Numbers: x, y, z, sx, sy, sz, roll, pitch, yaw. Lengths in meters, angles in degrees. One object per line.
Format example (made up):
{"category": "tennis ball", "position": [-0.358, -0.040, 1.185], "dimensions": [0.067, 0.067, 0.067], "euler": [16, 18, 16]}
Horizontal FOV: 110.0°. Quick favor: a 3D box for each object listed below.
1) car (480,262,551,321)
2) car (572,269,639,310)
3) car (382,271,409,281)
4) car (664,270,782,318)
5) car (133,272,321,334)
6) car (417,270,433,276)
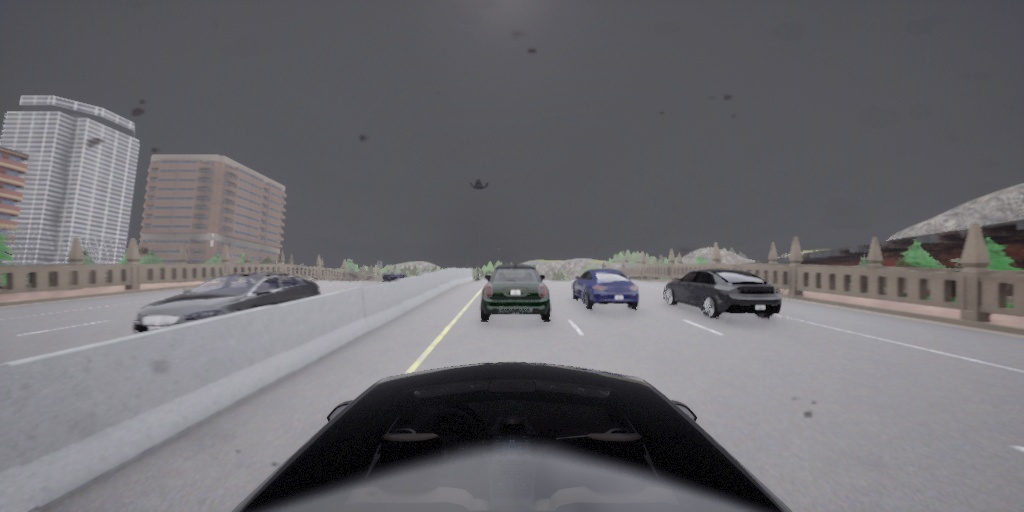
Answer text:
{"category": "car", "position": [0.106, 1.060, 12.435], "dimensions": [2.097, 1.767, 4.553], "euler": [0, 0, 0]}
{"category": "car", "position": [3.607, 1.227, 14.373], "dimensions": [1.812, 1.442, 4.674], "euler": [0, 0, 0]}
{"category": "car", "position": [-14.058, 2.474, 43.294], "dimensions": [1.895, 1.301, 4.718], "euler": [0, -6, 0]}
{"category": "car", "position": [7.106, 1.213, 12.674], "dimensions": [1.837, 1.490, 4.892], "euler": [0, 0, 0]}
{"category": "car", "position": [-7.093, 1.212, 9.613], "dimensions": [2.128, 1.511, 4.902], "euler": [0, 0, 0]}
{"category": "car", "position": [-10.551, 2.536, 44.808], "dimensions": [1.837, 1.490, 4.892], "euler": [0, -7, 0]}
